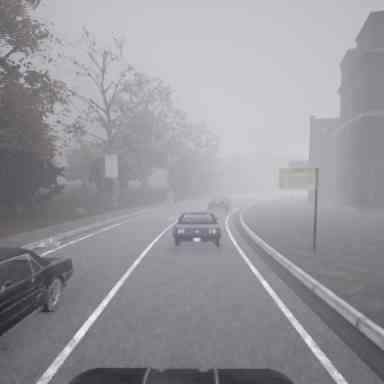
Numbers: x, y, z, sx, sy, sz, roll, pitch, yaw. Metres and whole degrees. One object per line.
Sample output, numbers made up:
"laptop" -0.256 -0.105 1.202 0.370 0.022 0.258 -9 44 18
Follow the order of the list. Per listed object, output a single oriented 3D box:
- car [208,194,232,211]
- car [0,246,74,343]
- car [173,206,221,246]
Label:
"car" 3.078 1.025 35.423 2.097 1.767 4.553 1 1 13
"car" -3.443 1.578 4.808 1.895 1.301 4.718 0 0 1
"car" 0.283 1.537 15.039 1.895 1.301 4.718 0 0 2
